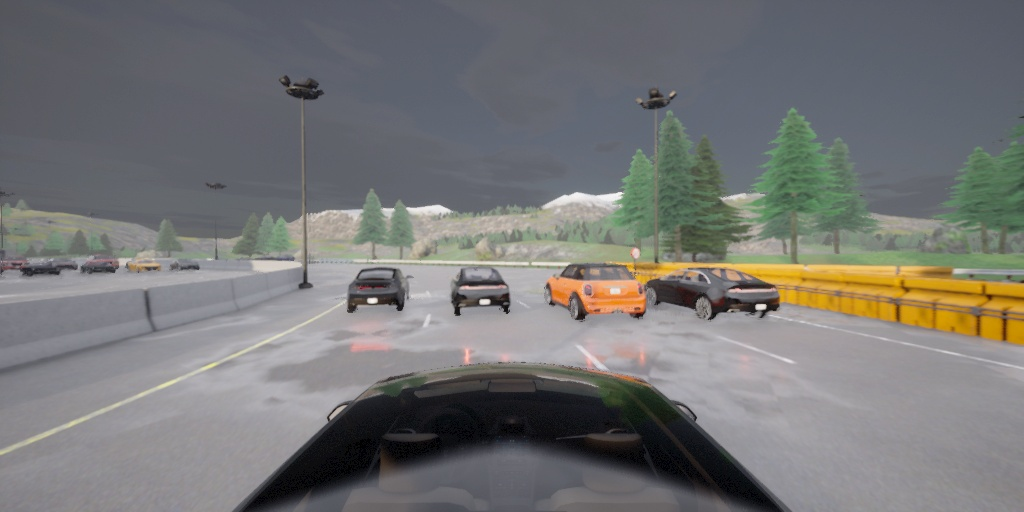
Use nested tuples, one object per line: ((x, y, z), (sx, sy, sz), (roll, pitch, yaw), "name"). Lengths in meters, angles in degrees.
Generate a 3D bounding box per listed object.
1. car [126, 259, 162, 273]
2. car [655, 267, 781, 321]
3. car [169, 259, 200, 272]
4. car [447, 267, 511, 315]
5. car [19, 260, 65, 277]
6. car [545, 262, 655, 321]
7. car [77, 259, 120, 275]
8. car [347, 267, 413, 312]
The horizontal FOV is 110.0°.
((-41.586, 1.094, 40.594), (5.008, 1.535, 1.882), (0, 1, 31), "car")
((6.196, 1.101, 11.823), (2.128, 1.511, 4.902), (0, 1, -8), "car")
((-39.863, 1.069, 43.646), (4.892, 1.490, 1.837), (0, 1, 31), "car")
((-1.286, 1.138, 13.109), (2.128, 1.511, 4.902), (0, 1, -11), "car")
((-46.101, 1.320, 35.151), (4.718, 1.301, 1.895), (0, 1, 30), "car")
((2.578, 0.982, 12.191), (2.097, 1.767, 4.553), (-1, 1, -9), "car")
((-43.303, 1.268, 37.555), (4.718, 1.301, 1.895), (0, 1, 31), "car")
((-5.032, 1.170, 13.912), (1.837, 1.490, 4.892), (0, 1, -13), "car")
